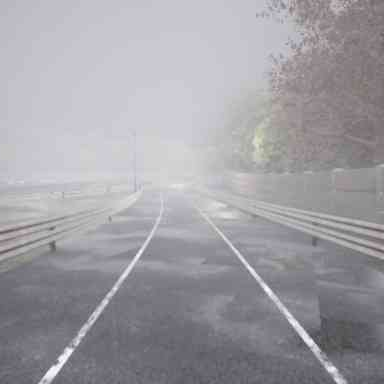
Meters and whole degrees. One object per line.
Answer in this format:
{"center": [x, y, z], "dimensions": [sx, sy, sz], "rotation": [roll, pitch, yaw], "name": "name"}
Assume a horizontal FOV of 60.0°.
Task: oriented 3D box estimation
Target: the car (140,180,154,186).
{"center": [-11.021, -2.212, 81.500], "dimensions": [1.882, 1.535, 5.008], "rotation": [1, 4, 20], "name": "car"}

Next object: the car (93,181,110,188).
{"center": [-19.058, -1.464, 69.422], "dimensions": [2.097, 1.767, 4.553], "rotation": [1, 4, 20], "name": "car"}

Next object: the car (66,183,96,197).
{"center": [-17.720, -0.127, 52.241], "dimensions": [1.812, 1.442, 4.674], "rotation": [1, 4, 19], "name": "car"}
